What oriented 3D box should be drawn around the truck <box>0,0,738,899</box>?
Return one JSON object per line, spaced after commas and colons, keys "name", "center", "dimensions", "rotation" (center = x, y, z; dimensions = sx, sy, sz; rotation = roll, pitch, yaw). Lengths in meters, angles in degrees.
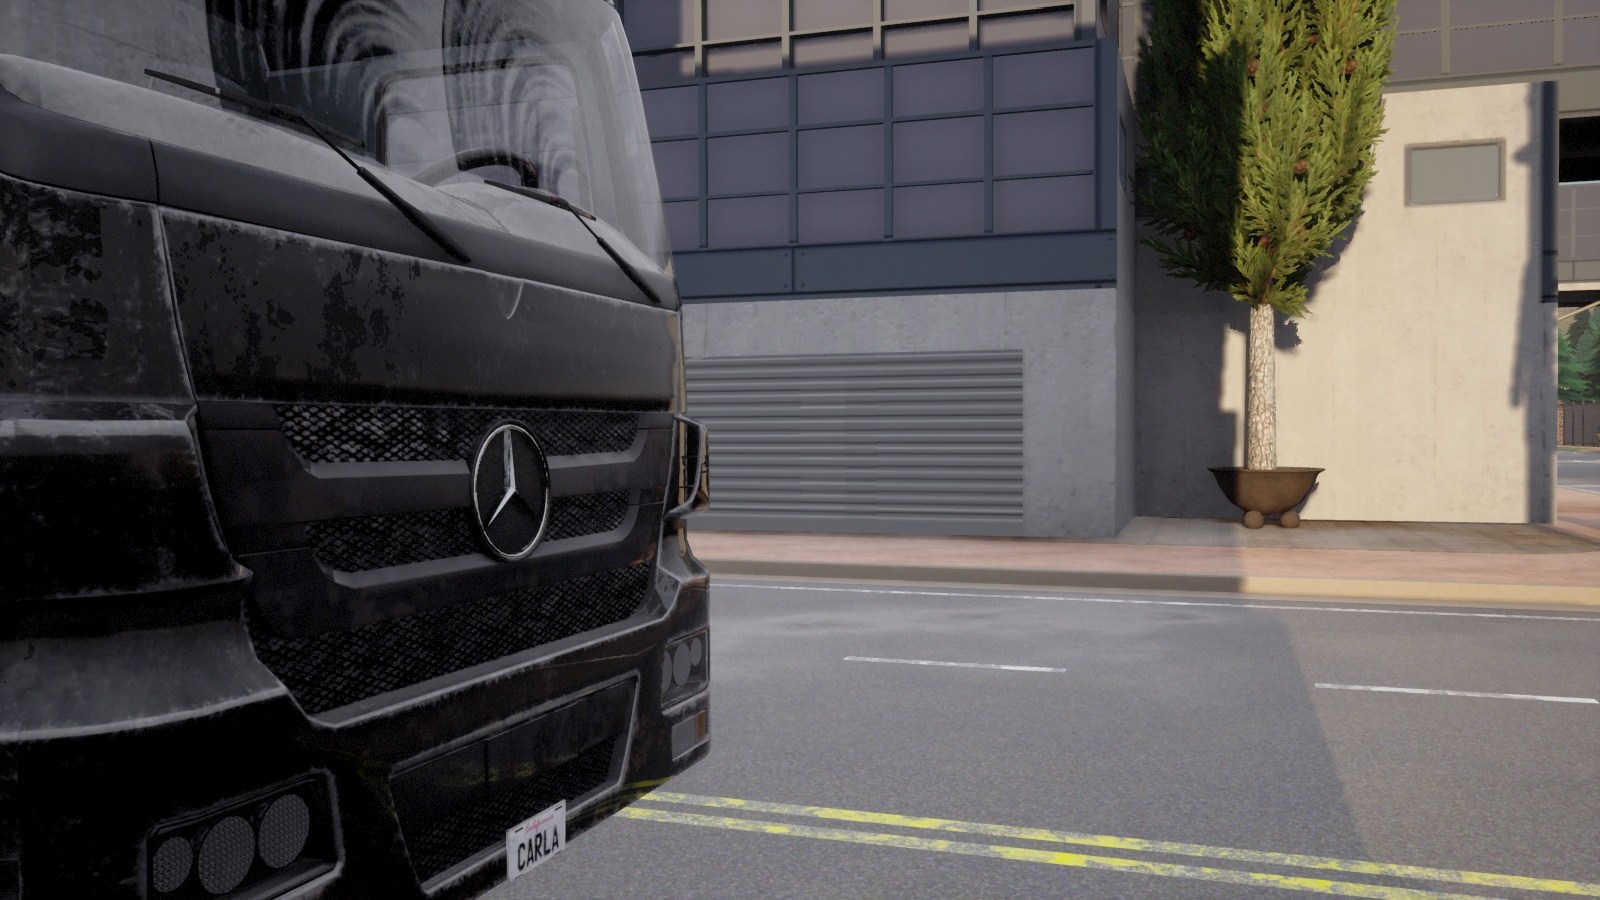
{"name": "truck", "center": [-4.464, -0.248, 4.736], "dimensions": [7.936, 3.462, 2.891], "rotation": [1, 1, 20]}
